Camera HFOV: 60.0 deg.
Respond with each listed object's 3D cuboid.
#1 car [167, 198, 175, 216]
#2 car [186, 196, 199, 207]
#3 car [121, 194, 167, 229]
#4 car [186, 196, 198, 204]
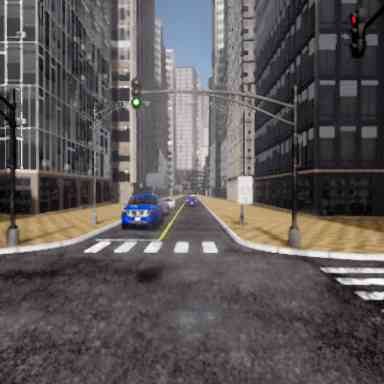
[{"bbox_3d":[-3.080,1.505,31.960,2.033,1.411,5.357,0,0,0],"label":"car"},{"bbox_3d":[0.014,1.481,51.411,1.812,1.442,4.674,0,0,0],"label":"car"},{"bbox_3d":[-3.088,1.186,21.710,2.150,2.045,5.566,0,0,0],"label":"car"},{"bbox_3d":[0.016,1.446,61.428,2.128,1.511,4.902,0,0,0],"label":"car"}]
